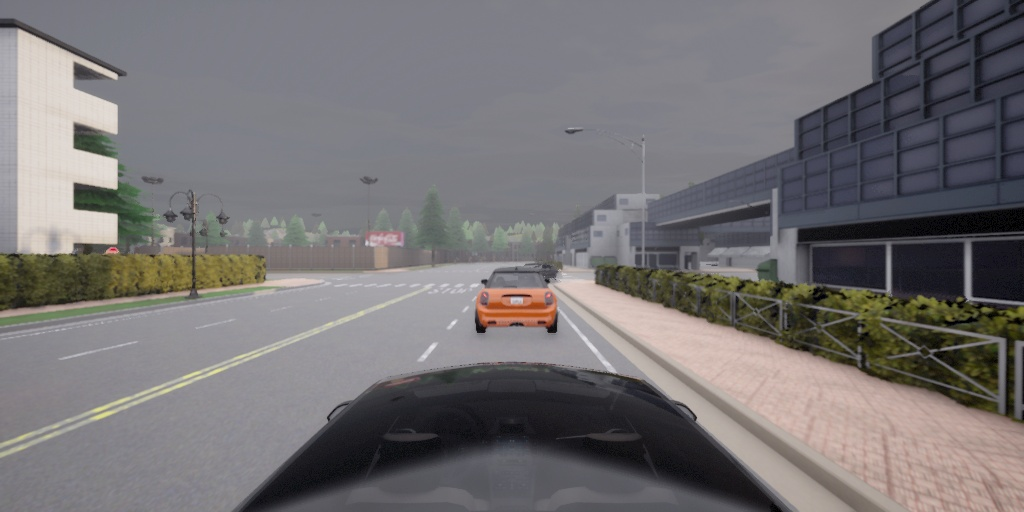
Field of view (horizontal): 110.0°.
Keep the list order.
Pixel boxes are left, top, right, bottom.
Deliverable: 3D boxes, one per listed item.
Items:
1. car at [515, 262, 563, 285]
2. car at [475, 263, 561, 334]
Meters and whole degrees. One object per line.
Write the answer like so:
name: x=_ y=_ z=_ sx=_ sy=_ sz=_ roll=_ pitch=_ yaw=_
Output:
car: x=2.184 y=1.271 z=27.662 sx=1.837 sy=1.490 sz=4.892 roll=-2 pitch=-1 yaw=28
car: x=0.113 y=1.106 z=10.811 sx=2.097 sy=1.767 sz=4.553 roll=0 pitch=0 yaw=0
